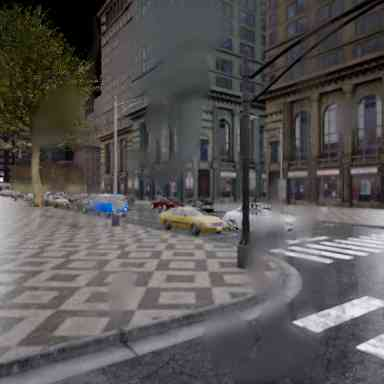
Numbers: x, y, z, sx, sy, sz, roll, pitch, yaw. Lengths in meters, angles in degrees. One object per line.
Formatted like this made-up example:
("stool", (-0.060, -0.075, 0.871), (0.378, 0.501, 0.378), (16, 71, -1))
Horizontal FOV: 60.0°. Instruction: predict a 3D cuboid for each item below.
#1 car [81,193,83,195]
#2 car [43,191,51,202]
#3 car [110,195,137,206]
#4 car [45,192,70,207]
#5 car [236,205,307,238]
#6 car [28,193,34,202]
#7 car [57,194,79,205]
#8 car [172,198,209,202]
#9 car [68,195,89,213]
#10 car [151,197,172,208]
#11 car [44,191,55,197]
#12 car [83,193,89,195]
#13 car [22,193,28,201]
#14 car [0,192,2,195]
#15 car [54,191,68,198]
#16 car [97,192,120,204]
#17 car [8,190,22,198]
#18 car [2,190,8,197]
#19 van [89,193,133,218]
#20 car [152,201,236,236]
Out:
("car", (-19.182, 0.878, 59.639), (1.802, 1.307, 4.206), (1, 0, -35))
("car", (-19.647, 1.001, 45.540), (2.008, 1.369, 4.403), (1, 0, -35))
("car", (-9.448, 1.091, 45.885), (2.008, 1.369, 4.403), (1, 0, -35))
("car", (-16.305, 1.060, 40.816), (1.752, 1.417, 4.829), (1, 0, -35))
("car", (3.708, 1.434, 17.546), (1.812, 1.442, 4.674), (0, 1, -42))
("car", (-22.892, 0.920, 50.125), (2.008, 1.369, 4.403), (1, 0, -35))
("car", (-17.959, 1.050, 47.917), (1.994, 1.385, 4.181), (0, 1, -35))
("car", (0.287, 1.332, 32.126), (1.947, 1.339, 4.313), (1, 0, -35))
("car", (-9.912, 1.240, 31.780), (2.008, 1.369, 4.403), (1, 0, -35))
("car", (-2.957, 1.241, 36.711), (1.887, 1.381, 4.507), (1, 0, -35))
("car", (-35.406, 0.489, 82.563), (1.802, 1.307, 4.206), (1, 0, -35))
("car", (-15.937, 0.927, 55.055), (2.008, 1.369, 4.403), (1, 0, -35))
("car", (-26.137, 0.840, 54.710), (2.008, 1.369, 4.403), (1, 0, -35))
("car", (-45.605, 0.264, 82.222), (1.967, 1.590, 4.097), (1, 0, -35))
("car", (-28.916, 0.605, 73.394), (1.887, 1.381, 4.507), (1, 0, -35))
("car", (-12.690, 0.898, 50.470), (1.967, 1.590, 4.097), (1, 0, -35))
("car", (-35.870, 0.493, 68.466), (1.967, 1.590, 4.097), (1, 0, -35))
("car", (-42.360, 0.340, 77.636), (1.967, 1.590, 4.097), (1, 0, -35))
("van", (-6.665, 1.100, 27.194), (1.690, 1.788, 3.998), (1, 0, -35))
("car", (-0.077, 1.407, 17.879), (1.752, 1.417, 4.829), (1, 0, -35))
